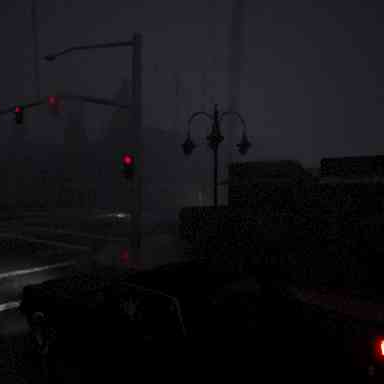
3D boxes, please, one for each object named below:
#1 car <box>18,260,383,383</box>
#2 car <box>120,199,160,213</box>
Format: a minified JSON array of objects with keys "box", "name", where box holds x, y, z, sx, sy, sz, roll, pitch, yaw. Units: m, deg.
[{"box":[-0.280,1.587,4.260,4.718,1.301,1.895,0,0,38],"name":"car"},{"box":[-5.173,1.437,33.533,1.994,1.385,4.181,0,0,37],"name":"car"}]
